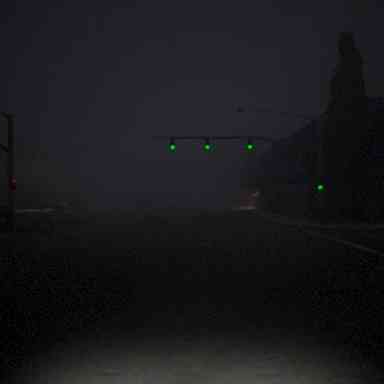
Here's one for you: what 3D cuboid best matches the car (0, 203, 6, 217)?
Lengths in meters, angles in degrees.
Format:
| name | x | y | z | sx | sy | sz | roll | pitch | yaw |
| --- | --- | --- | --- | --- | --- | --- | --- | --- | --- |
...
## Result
| name | x | y | z | sx | sy | sz | roll | pitch | yaw |
| --- | --- | --- | --- | --- | --- | --- | --- | --- | --- |
| car | -20.817 | 1.610 | 31.676 | 4.605 | 1.855 | 1.932 | 0 | -1 | 1 |

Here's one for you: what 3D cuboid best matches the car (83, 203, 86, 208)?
| name | x | y | z | sx | sy | sz | roll | pitch | yaw |
| --- | --- | --- | --- | --- | --- | --- | --- | --- | --- |
| car | -20.281 | 2.136 | 57.080 | 3.806 | 1.475 | 1.970 | 0 | -1 | 1 |

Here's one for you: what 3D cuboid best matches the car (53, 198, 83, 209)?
| name | x | y | z | sx | sy | sz | roll | pitch | yaw |
| --- | --- | --- | --- | --- | --- | --- | --- | --- | --- |
| car | -20.351 | 1.864 | 54.188 | 3.866 | 1.878 | 1.905 | 0 | -1 | 1 |

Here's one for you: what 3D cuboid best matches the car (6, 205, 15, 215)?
| name | x | y | z | sx | sy | sz | roll | pitch | yaw |
| --- | --- | --- | --- | --- | --- | --- | --- | --- | --- |
| car | -20.705 | 1.645 | 34.569 | 3.866 | 1.878 | 1.905 | 0 | -1 | 1 |
